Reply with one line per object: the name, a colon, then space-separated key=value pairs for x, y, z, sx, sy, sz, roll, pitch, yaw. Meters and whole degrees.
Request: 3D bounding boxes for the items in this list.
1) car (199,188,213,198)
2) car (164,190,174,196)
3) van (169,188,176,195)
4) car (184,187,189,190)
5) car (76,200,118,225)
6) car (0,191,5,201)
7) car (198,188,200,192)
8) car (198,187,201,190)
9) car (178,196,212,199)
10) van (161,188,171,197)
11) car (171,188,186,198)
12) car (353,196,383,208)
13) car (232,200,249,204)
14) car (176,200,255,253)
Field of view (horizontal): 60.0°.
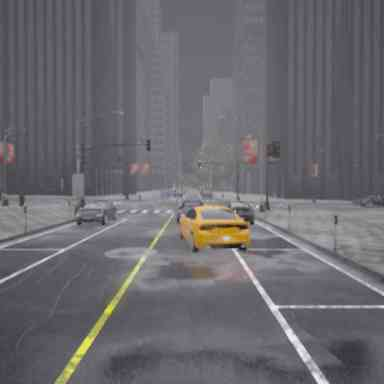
car: x=2.937 y=0.496 z=62.728 sx=2.008 sy=1.369 sz=4.403 roll=0 pitch=1 yaw=1
car: x=-5.442 y=0.238 z=79.336 sx=1.947 sy=1.339 sz=4.313 roll=0 pitch=1 yaw=1
van: x=-5.344 y=-0.168 z=90.356 sx=1.690 sy=1.788 sz=3.998 roll=0 pitch=1 yaw=1
car: x=-2.634 y=0.110 z=84.588 sx=2.128 sy=1.511 sz=4.902 roll=0 pitch=1 yaw=1
car: x=-5.767 y=1.200 z=20.552 sx=2.008 sy=1.369 sz=4.403 roll=0 pitch=1 yaw=0
car: x=-25.107 y=0.134 z=39.331 sx=5.566 sy=2.045 sz=2.150 roll=1 pitch=1 yaw=0
car: x=3.034 y=0.314 z=73.752 sx=2.008 sy=1.369 sz=4.403 roll=0 pitch=1 yaw=1
car: x=3.083 y=-0.012 z=79.260 sx=2.192 sy=1.841 sz=5.009 roll=0 pitch=1 yaw=1
car: x=0.046 y=1.201 z=21.241 sx=1.994 sy=1.385 sz=4.181 roll=0 pitch=1 yaw=0
van: x=-5.539 y=0.195 z=68.310 sx=1.690 sy=1.788 sz=3.998 roll=0 pitch=1 yaw=1
car: x=-2.781 y=0.332 z=68.315 sx=1.882 sy=1.535 sz=5.008 roll=0 pitch=1 yaw=1
car: x=23.859 y=1.252 z=42.652 sx=4.892 sy=1.490 sz=1.837 roll=1 pitch=1 yaw=0
car: x=2.758 y=1.200 z=20.551 sx=2.008 sy=1.369 sz=4.403 roll=0 pitch=1 yaw=0
car: x=0.672 y=1.257 z=12.810 sx=1.882 sy=1.535 sz=5.008 roll=0 pitch=1 yaw=-10
